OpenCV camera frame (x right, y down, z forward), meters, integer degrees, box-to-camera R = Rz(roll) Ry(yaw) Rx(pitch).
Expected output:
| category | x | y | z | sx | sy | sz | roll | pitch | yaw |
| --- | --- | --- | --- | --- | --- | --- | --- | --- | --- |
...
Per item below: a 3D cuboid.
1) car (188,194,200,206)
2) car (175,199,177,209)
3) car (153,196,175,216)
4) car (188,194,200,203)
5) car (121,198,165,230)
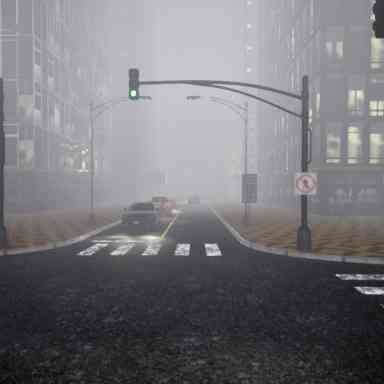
| category | x | y | z | sx | sy | sz | roll | pitch | yaw |
| --- | --- | --- | --- | --- | --- | --- | --- | --- | --- |
| car | 0.281 | 1.283 | 50.104 | 2.033 | 1.411 | 5.357 | 0 | 0 | 0 |
| car | -2.859 | 1.372 | 41.223 | 1.895 | 1.301 | 4.718 | 0 | 0 | 0 |
| car | -2.923 | 1.176 | 30.214 | 2.097 | 1.767 | 4.553 | 0 | 0 | 0 |
| car | 0.340 | 1.182 | 60.520 | 2.128 | 1.511 | 4.902 | 0 | 0 | 0 |
| car | -2.980 | 1.351 | 20.321 | 1.882 | 1.535 | 5.008 | 0 | 0 | 0 |
